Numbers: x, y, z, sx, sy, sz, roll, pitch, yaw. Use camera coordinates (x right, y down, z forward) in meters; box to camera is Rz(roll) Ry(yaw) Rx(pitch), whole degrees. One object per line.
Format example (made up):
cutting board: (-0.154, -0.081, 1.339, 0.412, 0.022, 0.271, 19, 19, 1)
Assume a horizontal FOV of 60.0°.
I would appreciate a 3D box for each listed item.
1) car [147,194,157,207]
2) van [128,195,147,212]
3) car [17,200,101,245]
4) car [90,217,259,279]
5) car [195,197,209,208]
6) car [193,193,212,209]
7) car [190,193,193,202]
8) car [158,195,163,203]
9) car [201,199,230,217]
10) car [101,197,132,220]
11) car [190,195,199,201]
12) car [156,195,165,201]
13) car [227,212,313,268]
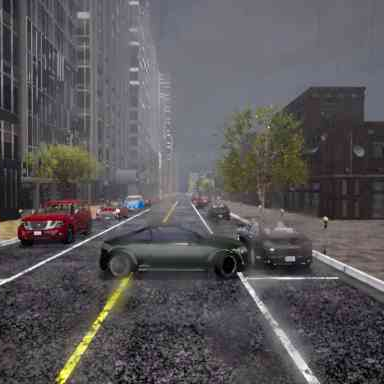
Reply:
car: (-6.913, 1.299, 49.584, 2.192, 1.841, 5.009, -1, 0, -1)
van: (-6.636, 1.329, 38.518, 1.690, 1.788, 3.998, -1, 0, -1)
car: (-6.167, 1.310, 15.656, 2.192, 1.841, 5.009, -1, 0, -1)
car: (-0.453, 1.558, 9.454, 4.181, 1.385, 1.994, 0, 0, -1)
car: (1.464, 1.509, 49.954, 1.752, 1.417, 4.829, -1, 0, -1)
car: (1.603, 1.301, 44.251, 2.192, 1.841, 5.009, -1, 0, -1)
car: (0.911, 1.291, 71.915, 2.192, 1.841, 5.009, -1, 0, -1)
car: (-7.325, 1.522, 66.184, 1.887, 1.381, 4.507, -1, 0, -1)
car: (2.051, 1.543, 26.918, 2.008, 1.369, 4.403, -1, 0, -1)
car: (-6.352, 1.432, 26.724, 1.967, 1.590, 4.097, -1, 0, -1)
car: (0.638, 1.538, 82.981, 1.947, 1.339, 4.313, -1, 0, -1)
car: (-7.736, 1.497, 82.613, 1.752, 1.417, 4.829, -1, 0, -1)
car: (2.566, 1.548, 11.058, 2.008, 1.369, 4.403, -1, 0, -1)
